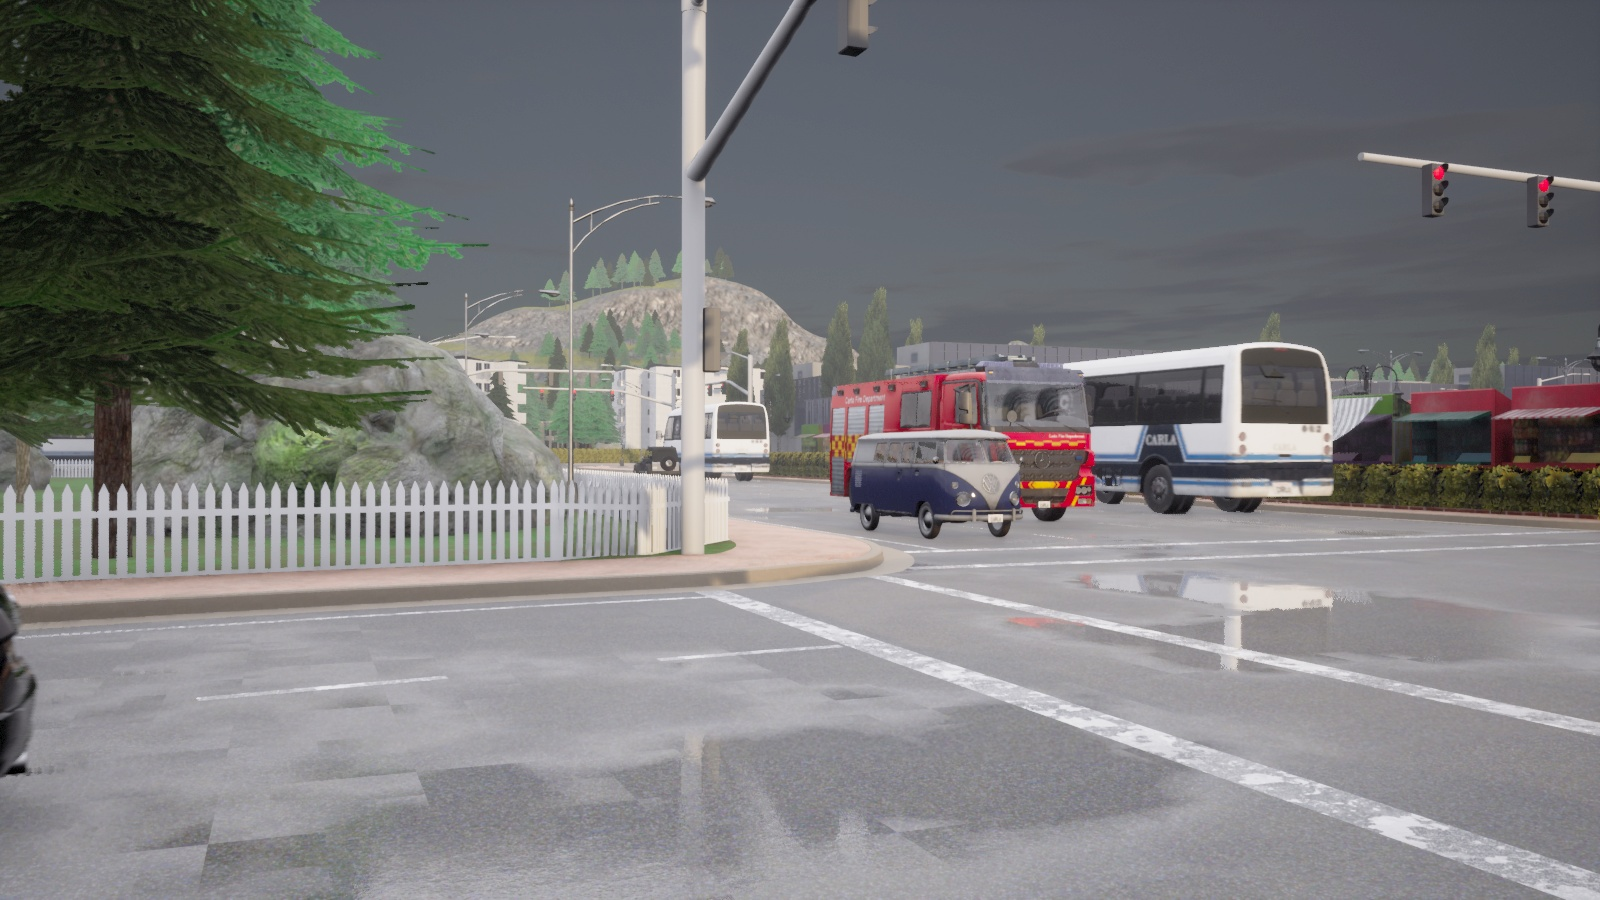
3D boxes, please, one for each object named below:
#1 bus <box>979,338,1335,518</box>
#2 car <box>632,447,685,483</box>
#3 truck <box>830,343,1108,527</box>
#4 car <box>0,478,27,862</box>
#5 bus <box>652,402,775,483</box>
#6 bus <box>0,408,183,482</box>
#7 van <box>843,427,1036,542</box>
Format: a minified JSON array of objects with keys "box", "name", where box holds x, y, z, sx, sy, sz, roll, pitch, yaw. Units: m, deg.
[{"box":[9.451,-0.510,35.180,3.944,4.253,10.273,0,0,-24],"name":"bus"},{"box":[-7.748,0.780,68.369,1.905,1.878,3.866,0,0,-22],"name":"car"},{"box":[3.741,-0.298,30.549,2.891,3.827,8.468,0,0,-22],"name":"truck"},{"box":[-5.176,0.830,4.348,4.181,1.385,1.994,0,0,-34],"name":"car"},{"box":[-5.085,-0.391,71.120,3.944,4.253,10.273,0,0,-22],"name":"bus"},{"box":[-42.870,-0.301,75.260,10.273,4.253,3.944,0,0,-21],"name":"bus"},{"box":[2.553,0.607,24.141,1.775,1.987,4.442,0,0,-22],"name":"van"}]
